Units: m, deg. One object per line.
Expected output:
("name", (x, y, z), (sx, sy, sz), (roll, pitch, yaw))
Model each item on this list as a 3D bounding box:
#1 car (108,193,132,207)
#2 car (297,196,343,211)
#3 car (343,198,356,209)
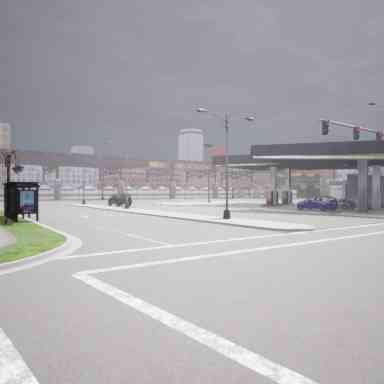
("car", (-11.338, 1.222, 52.244), (2.150, 2.045, 5.566), (0, 0, -35))
("car", (14.352, 1.295, 38.353), (2.242, 1.667, 4.611), (0, 0, -35))
("car", (18.626, 1.456, 42.267), (1.970, 1.475, 3.806), (0, 0, -35))
